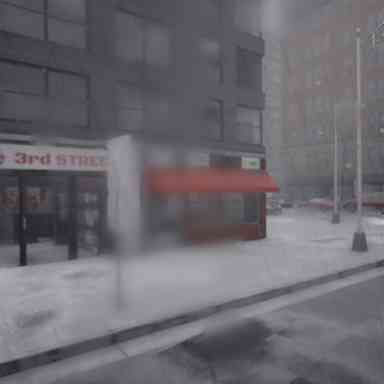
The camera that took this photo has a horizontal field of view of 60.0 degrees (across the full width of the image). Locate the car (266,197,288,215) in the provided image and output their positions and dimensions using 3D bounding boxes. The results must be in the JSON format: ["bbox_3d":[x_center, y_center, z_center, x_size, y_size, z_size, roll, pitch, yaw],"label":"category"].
[{"bbox_3d":[5.853,1.185,28.859,1.967,1.590,4.097,-1,0,-35],"label":"car"}]

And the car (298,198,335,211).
[{"bbox_3d":[12.813,1.229,33.785,1.802,1.307,4.206,-1,0,-35],"label":"car"}]

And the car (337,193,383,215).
[{"bbox_3d":[15.988,0.968,29.266,2.192,1.841,5.009,-1,0,-35],"label":"car"}]

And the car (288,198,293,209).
[{"bbox_3d":[9.635,1.207,38.303,1.947,1.339,4.313,-1,0,-35],"label":"car"}]
